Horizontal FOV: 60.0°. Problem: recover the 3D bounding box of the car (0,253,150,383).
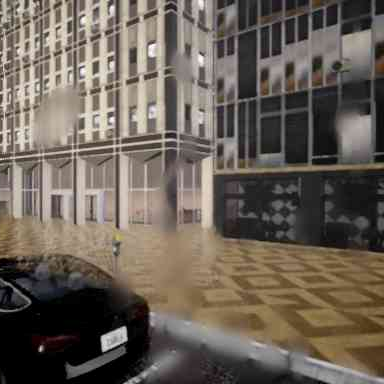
[{"bbox_3d":[-2.497,1.547,4.660,4.313,1.339,1.947,0,0,36],"label":"car"}]
